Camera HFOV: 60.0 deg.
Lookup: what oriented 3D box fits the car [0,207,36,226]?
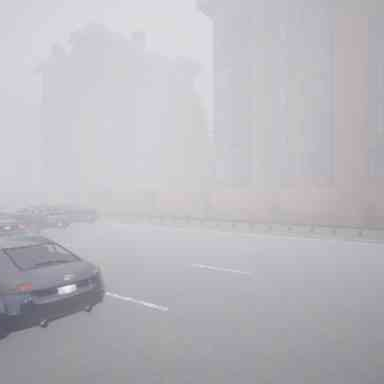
[{"bbox_3d":[-9.652,1.547,15.172,5.357,1.411,2.033,0,0,35],"label":"car"}]

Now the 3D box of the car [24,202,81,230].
[{"bbox_3d":[-8.912,1.490,18.942,4.902,1.511,2.128,0,0,35],"label":"car"}]

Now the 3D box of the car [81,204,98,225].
[{"bbox_3d":[-8.670,1.478,23.069,5.008,1.535,1.882,0,0,35],"label":"car"}]

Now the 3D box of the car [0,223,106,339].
[{"bbox_3d":[-3.671,1.564,6.609,4.181,1.385,1.994,0,0,35],"label":"car"}]
